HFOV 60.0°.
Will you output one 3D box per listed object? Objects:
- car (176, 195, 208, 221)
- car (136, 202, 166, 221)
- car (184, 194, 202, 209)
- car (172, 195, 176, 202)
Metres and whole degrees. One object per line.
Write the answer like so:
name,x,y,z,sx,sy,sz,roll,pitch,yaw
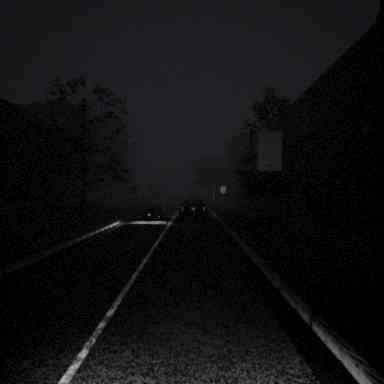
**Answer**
car,0.090,1.242,25.721,2.097,1.767,4.553,0,0,0
car,-3.107,1.451,26.055,1.994,1.385,4.181,0,0,0
car,0.085,1.168,41.826,2.097,1.767,4.553,0,0,0
car,-3.099,1.228,67.475,2.033,1.411,5.357,0,0,0
